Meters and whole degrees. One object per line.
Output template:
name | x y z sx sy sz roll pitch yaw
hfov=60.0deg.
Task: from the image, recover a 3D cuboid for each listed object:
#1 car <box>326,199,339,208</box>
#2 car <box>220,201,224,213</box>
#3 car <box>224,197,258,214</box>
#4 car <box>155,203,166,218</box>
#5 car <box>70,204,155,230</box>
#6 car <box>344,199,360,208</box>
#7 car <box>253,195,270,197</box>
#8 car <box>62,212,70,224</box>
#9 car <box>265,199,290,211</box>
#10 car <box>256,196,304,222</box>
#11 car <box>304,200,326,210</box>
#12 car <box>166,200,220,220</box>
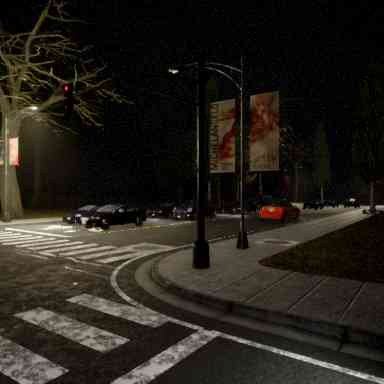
car | 23.486 1.916 56.362 1.812 1.442 4.674 0 -1 35
car | 3.814 1.776 40.035 1.895 1.301 4.718 0 0 35
car | 5.870 1.680 37.303 1.837 1.490 4.892 0 0 35
car | -1.915 1.667 31.887 2.033 1.411 5.357 0 0 35
car | -5.035 1.567 21.821 2.128 1.511 4.902 0 0 35
car | 26.374 1.892 54.807 2.128 1.511 4.902 0 -1 35
car | 9.898 1.472 48.599 2.150 2.045 5.566 0 0 38
car | -7.245 1.637 24.341 1.994 1.385 4.181 0 0 36
car | 11.821 1.772 45.694 1.812 1.442 4.674 0 0 36
car | 7.486 1.501 27.965 2.097 1.767 4.553 0 0 35
car | 17.325 1.816 47.589 1.812 1.442 4.674 0 0 35
car | 0.215 1.473 29.277 2.097 1.767 4.553 0 0 35
